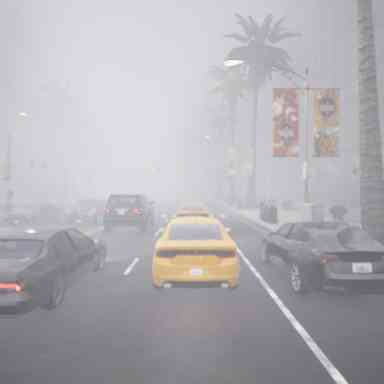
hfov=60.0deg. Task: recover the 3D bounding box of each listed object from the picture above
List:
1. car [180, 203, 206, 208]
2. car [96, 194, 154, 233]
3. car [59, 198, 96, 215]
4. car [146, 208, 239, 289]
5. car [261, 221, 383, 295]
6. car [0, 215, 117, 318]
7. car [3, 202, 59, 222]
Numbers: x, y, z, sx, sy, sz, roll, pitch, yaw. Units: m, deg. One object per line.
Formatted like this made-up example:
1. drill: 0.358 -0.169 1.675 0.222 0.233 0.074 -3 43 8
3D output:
1. car: 0.046 1.348 19.200 1.882 1.535 5.008 0 0 0
2. car: -3.452 1.094 18.931 2.150 2.045 5.566 0 0 0
3. car: -7.066 1.208 22.897 2.097 1.767 4.553 0 0 0
4. car: 0.077 1.416 9.004 1.882 1.535 5.008 0 0 0
5. car: 3.170 1.455 8.589 2.161 1.482 4.786 0 0 -1
6. car: -3.415 1.495 7.594 2.033 1.411 5.357 0 0 0
7. car: -10.567 1.393 22.677 2.033 1.411 5.357 0 0 0
